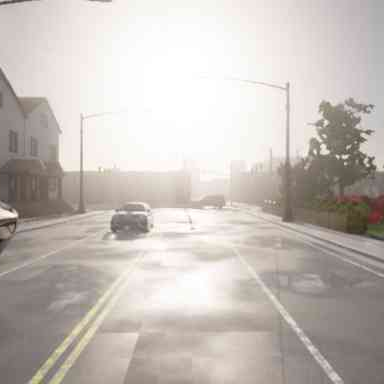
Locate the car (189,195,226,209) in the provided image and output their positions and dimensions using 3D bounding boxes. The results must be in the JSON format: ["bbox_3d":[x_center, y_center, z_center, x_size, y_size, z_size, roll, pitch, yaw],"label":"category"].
[{"bbox_3d":[2.397,1.475,50.221,5.566,2.045,2.150,0,-1,-23],"label":"car"}]

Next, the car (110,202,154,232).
[{"bbox_3d":[-3.632,1.456,20.811,2.097,1.767,4.553,0,0,0],"label":"car"}]

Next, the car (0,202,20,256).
[{"bbox_3d":[-6.160,1.437,9.373,1.385,1.994,4.181,33,-3,-6],"label":"car"}]
